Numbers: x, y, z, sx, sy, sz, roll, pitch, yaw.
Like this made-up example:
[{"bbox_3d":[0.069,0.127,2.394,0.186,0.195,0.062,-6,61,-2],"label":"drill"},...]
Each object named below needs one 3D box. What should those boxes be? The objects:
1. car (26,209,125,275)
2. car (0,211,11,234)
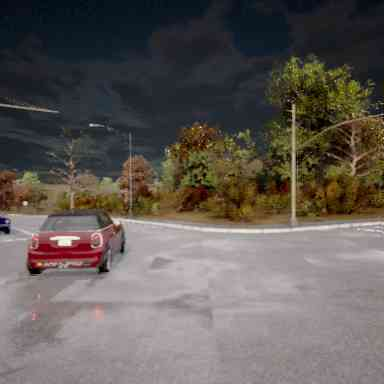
[{"bbox_3d":[-3.435,1.332,10.653,2.097,1.767,4.553,0,0,-5],"label":"car"},{"bbox_3d":[-11.623,1.691,18.848,1.895,1.301,4.718,0,-1,-37],"label":"car"}]
